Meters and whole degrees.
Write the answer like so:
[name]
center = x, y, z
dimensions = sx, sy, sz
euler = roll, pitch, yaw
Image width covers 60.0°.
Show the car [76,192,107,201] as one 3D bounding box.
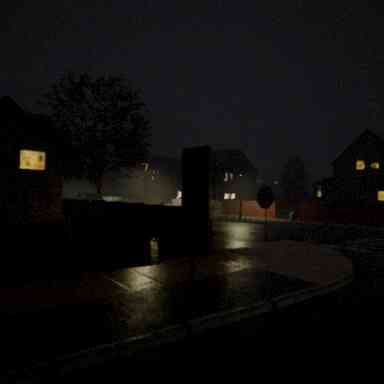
[car]
center = -11.276, 1.035, 37.203
dimensions = 2.150, 2.045, 5.566
euler = 2, -1, -37
